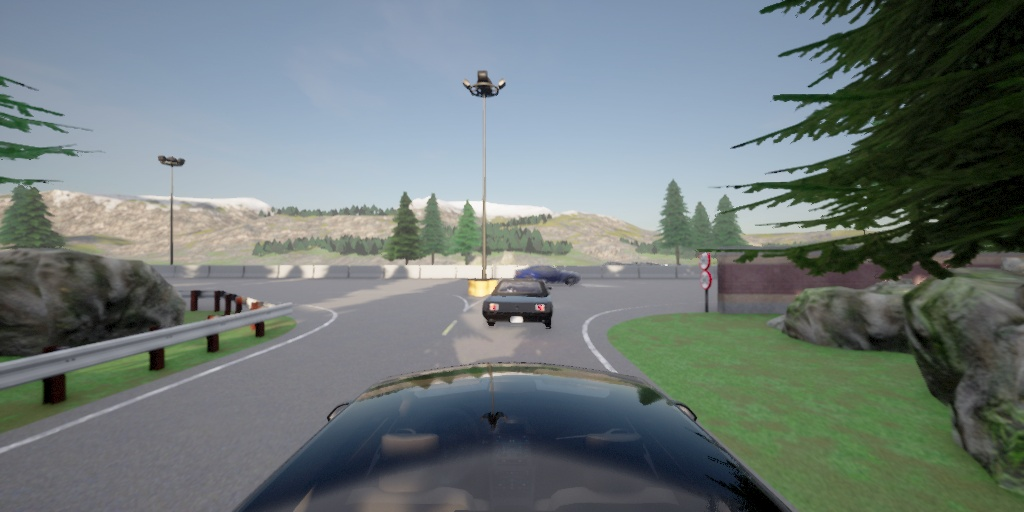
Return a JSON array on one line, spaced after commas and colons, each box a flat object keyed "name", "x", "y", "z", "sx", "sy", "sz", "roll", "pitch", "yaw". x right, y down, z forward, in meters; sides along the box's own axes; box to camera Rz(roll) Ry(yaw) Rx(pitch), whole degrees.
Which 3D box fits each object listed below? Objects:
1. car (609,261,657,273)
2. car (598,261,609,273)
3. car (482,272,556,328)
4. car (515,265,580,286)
[{"name": "car", "x": 13.632, "y": 1.334, "z": 39.142, "sx": 4.902, "sy": 1.511, "sz": 2.128, "roll": 0, "pitch": 0, "yaw": 1}, {"name": "car", "x": 11.805, "y": 1.451, "z": 42.682, "sx": 4.718, "sy": 1.301, "sz": 1.895, "roll": 0, "pitch": 0, "yaw": 1}, {"name": "car", "x": 0.359, "y": 1.377, "z": 11.555, "sx": 1.895, "sy": 1.301, "sz": 4.718, "roll": 0, "pitch": 0, "yaw": 6}, {"name": "car", "x": 2.427, "y": 1.335, "z": 25.166, "sx": 4.674, "sy": 1.442, "sz": 1.812, "roll": 0, "pitch": 0, "yaw": 1}]
